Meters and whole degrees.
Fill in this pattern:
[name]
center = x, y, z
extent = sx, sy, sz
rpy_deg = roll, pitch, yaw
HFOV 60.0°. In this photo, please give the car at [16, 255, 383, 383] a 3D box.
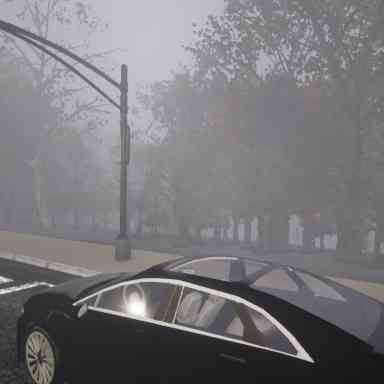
[car]
center = 0.002, 1.491, 3.699
extent = 4.902, 1.511, 2.128
rpy_deg = 0, 0, 34
